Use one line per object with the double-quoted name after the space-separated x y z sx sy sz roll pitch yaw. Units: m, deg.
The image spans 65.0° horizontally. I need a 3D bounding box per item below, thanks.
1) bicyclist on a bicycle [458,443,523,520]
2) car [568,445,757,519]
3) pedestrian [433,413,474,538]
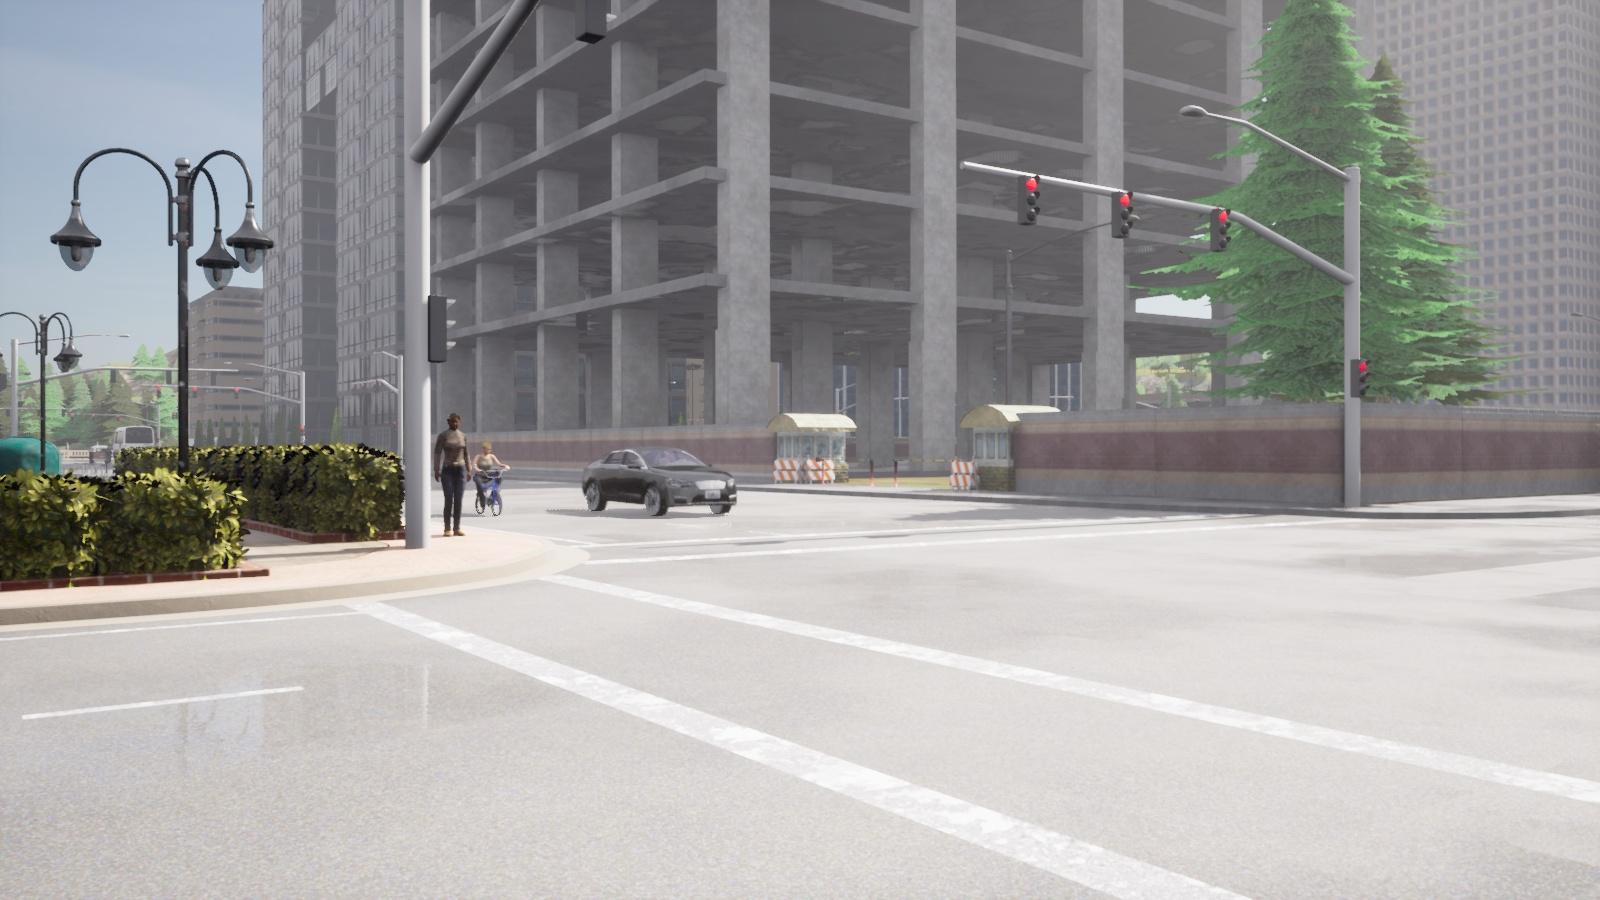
-6.724 0.657 27.244 0.866 1.612 1.509 0 0 -35 "bicyclist on a bicycle"
-3.201 0.655 28.314 2.128 1.511 4.902 0 0 -35 "car"
-5.120 0.368 18.537 0.328 1.805 0.869 0 0 -33 "pedestrian"
